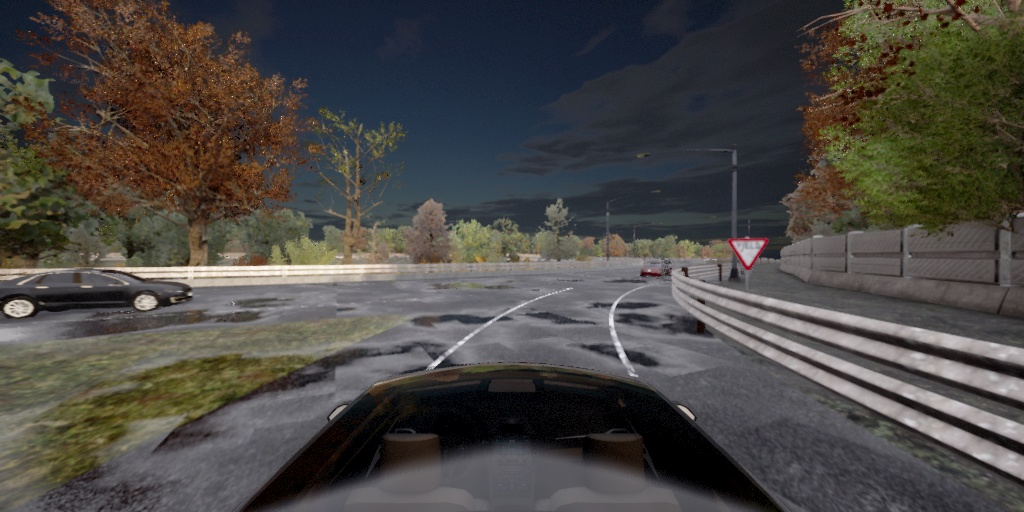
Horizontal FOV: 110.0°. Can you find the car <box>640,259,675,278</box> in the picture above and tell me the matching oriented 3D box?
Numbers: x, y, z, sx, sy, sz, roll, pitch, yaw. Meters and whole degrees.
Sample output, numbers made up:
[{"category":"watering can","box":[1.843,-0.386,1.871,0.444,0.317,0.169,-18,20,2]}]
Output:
[{"category":"car","box":[13.670,1.263,33.433,1.994,1.385,4.181,0,0,45]}]

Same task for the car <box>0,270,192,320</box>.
[{"category":"car","box":[-14.398,1.208,12.505,4.892,1.490,1.837,0,0,-28]}]
